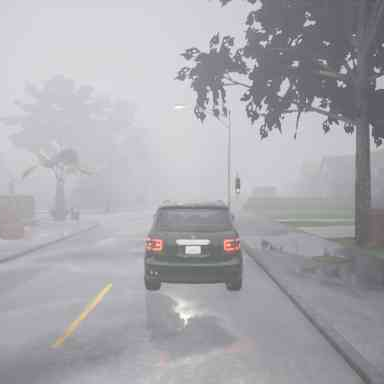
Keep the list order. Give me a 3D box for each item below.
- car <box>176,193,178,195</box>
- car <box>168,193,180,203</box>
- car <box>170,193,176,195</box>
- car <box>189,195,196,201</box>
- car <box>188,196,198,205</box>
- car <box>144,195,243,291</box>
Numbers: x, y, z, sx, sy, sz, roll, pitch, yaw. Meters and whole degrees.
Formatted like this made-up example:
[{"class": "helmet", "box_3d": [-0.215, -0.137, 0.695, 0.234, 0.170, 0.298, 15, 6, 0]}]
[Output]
[{"class": "car", "box_3d": [-3.992, 1.491, 62.812, 2.128, 1.511, 4.902, 0, 0, 0]}, {"class": "car", "box_3d": [-3.922, 1.225, 73.325, 2.150, 2.045, 5.566, 0, 0, 0]}, {"class": "car", "box_3d": [-4.036, 1.352, 52.410, 2.097, 1.767, 4.553, 0, 0, 0]}, {"class": "car", "box_3d": [0.094, 1.500, 88.034, 1.837, 1.490, 4.892, 0, 0, 0]}, {"class": "car", "box_3d": [0.174, 1.525, 57.895, 1.812, 1.442, 4.674, 0, 0, 0]}, {"class": "car", "box_3d": [0.047, 1.221, 9.170, 2.150, 2.045, 5.566, 0, 0, 1]}]
